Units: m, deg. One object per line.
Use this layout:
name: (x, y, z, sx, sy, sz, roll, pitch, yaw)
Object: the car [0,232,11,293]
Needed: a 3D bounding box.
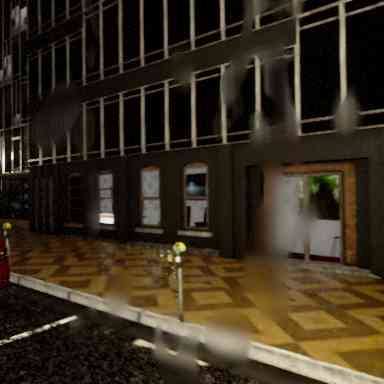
car: (-5.818, 1.289, 7.051, 5.009, 1.841, 2.192, 0, -1, 36)
